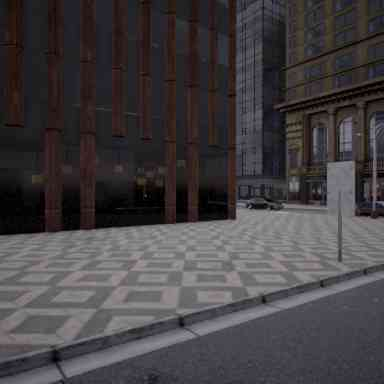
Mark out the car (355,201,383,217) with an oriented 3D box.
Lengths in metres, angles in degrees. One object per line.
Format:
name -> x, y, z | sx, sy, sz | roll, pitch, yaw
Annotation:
car -> 15.678, 1.499, 28.106 | 2.033, 1.411, 5.357 | 0, 0, -35

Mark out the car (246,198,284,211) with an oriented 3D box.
car -> 8.338, 1.422, 38.421 | 1.837, 1.490, 4.892 | 0, 0, -35
